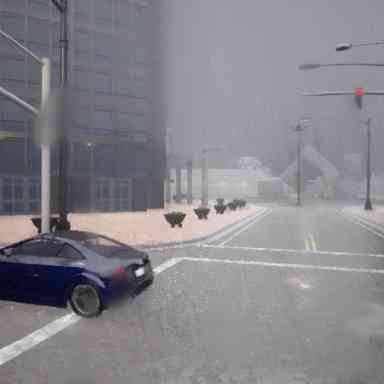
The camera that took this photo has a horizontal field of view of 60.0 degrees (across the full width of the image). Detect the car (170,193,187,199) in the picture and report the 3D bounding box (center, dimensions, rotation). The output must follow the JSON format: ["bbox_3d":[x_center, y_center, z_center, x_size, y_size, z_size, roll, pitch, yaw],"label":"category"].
[{"bbox_3d":[-3.855,0.959,93.926,4.553,1.767,2.097,0,0,11],"label":"car"}]

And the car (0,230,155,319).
[{"bbox_3d":[-2.923,1.536,7.115,4.181,1.385,1.994,0,0,17],"label":"car"}]
